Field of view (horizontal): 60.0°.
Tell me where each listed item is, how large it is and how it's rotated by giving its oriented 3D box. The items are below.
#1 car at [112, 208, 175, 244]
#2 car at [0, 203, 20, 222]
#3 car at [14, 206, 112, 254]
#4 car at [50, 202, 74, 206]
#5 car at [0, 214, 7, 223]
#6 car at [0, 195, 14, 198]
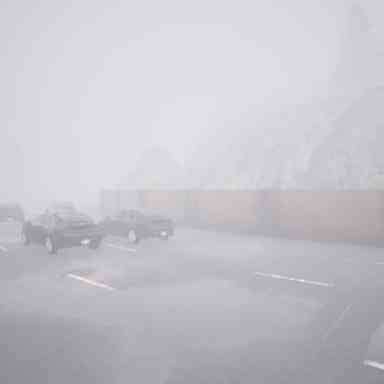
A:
[{"bbox_3d":[-2.853,1.516,15.950,1.837,1.490,4.892,0,0,-43],"label":"car"},{"bbox_3d":[-12.975,1.516,23.524,1.837,1.490,4.892,0,0,-31],"label":"car"},{"bbox_3d":[-5.414,1.516,13.564,1.837,1.490,4.892,0,0,-43],"label":"car"},{"bbox_3d":[-9.988,1.516,25.349,1.837,1.490,4.892,0,0,-31],"label":"car"},{"bbox_3d":[-7.974,1.516,11.177,1.837,1.490,4.892,0,0,-43],"label":"car"},{"bbox_3d":[-38.443,1.424,69.022,1.882,1.535,5.008,0,0,8],"label":"car"}]
